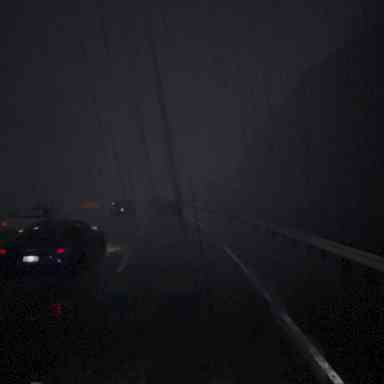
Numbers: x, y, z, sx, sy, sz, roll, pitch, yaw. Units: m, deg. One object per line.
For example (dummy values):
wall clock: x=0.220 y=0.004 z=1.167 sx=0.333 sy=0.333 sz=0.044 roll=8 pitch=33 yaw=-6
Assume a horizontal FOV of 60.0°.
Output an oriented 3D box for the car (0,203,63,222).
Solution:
car: x=-7.837 y=1.460 z=17.012 sx=1.895 sy=1.301 sz=4.718 roll=0 pitch=1 yaw=-5

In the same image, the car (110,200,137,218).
car: x=-5.649 y=1.328 z=27.565 sx=1.994 sy=1.385 sz=4.181 roll=0 pitch=1 yaw=-8

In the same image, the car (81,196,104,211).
car: x=-10.486 y=1.180 z=35.200 sx=1.882 sy=1.535 sz=5.008 roll=0 pitch=1 yaw=-10

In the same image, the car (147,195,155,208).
car: x=-4.412 y=1.124 z=40.796 sx=1.882 sy=1.535 sz=5.008 roll=0 pitch=1 yaw=-11

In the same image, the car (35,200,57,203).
car: x=-13.132 y=1.350 z=30.225 sx=1.895 sy=1.301 sz=4.718 roll=0 pitch=1 yaw=-10

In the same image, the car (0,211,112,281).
car: x=-3.797 y=1.483 z=9.612 sx=1.994 sy=1.385 sz=4.181 roll=0 pitch=1 yaw=-3

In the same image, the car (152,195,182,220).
car: x=-1.886 y=1.251 z=25.991 sx=1.882 sy=1.535 sz=5.008 roll=0 pitch=0 yaw=-8
